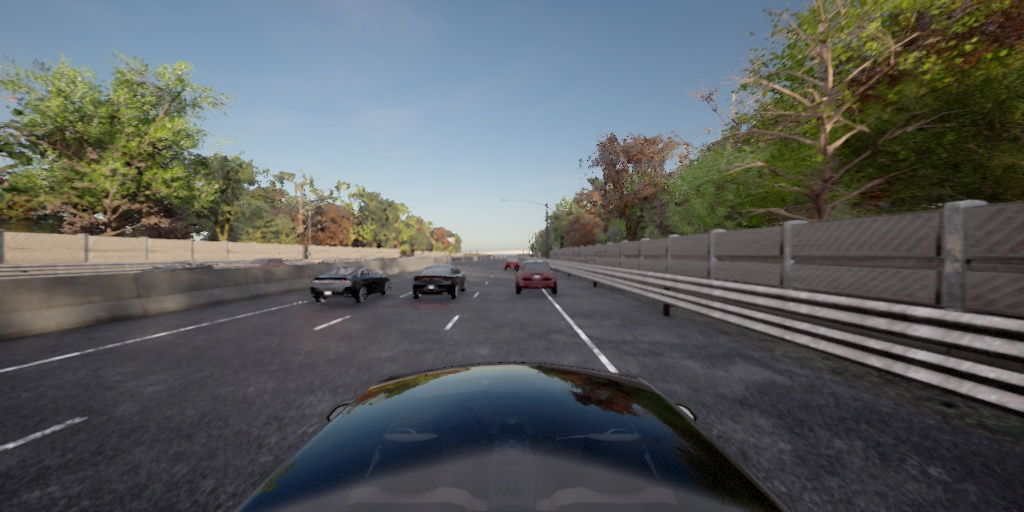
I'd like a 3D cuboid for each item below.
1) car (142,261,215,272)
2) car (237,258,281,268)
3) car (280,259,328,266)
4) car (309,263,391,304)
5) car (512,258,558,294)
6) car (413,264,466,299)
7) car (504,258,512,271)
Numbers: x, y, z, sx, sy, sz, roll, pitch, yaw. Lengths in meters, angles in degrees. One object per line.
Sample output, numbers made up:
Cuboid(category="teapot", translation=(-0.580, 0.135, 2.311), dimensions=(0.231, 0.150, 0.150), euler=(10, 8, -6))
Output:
Cuboid(category="car", translation=(-24.599, 1.121, 26.634), dimensions=(2.128, 1.511, 4.902), euler=(0, 0, 0))
Cuboid(category="car", translation=(-21.096, 0.963, 30.398), dimensions=(2.097, 1.767, 4.553), euler=(0, 0, 0))
Cuboid(category="car", translation=(-17.595, 1.086, 31.512), dimensions=(1.882, 1.535, 5.008), euler=(0, 0, 0))
Cuboid(category="car", translation=(-6.906, 1.168, 15.866), dimensions=(2.128, 1.511, 4.902), euler=(0, 0, 0))
Cuboid(category="car", translation=(1.217, 1.012, 19.626), dimensions=(2.097, 1.767, 4.553), euler=(0, 0, 0))
Cuboid(category="car", translation=(-3.405, 1.146, 17.566), dimensions=(1.882, 1.535, 5.008), euler=(0, 0, 0))
Cuboid(category="car", translation=(0.048, 1.026, 45.768), dimensions=(1.882, 1.535, 5.008), euler=(0, -1, 0))
